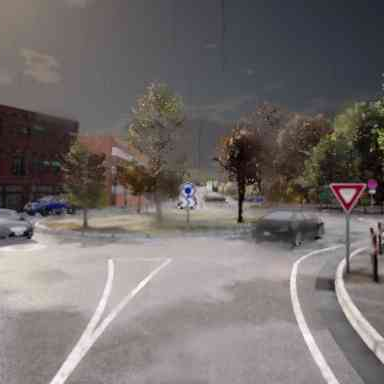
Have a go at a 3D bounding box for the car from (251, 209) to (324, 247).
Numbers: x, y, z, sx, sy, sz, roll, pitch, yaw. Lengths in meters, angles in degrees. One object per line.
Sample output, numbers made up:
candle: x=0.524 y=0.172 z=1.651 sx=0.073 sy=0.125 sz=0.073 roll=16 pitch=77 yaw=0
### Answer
car: x=4.598 y=1.546 z=15.559 sx=1.882 sy=1.535 sz=5.008 roll=-1 pitch=0 yaw=38

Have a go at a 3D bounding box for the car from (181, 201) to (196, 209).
car: x=-0.798 y=1.877 z=50.191 sx=2.033 sy=1.411 sz=5.357 roll=0 pitch=-1 yaw=-2

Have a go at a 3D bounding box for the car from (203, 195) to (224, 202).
car: x=6.627 y=1.977 z=95.095 sx=5.566 sy=2.045 sz=2.435 roll=0 pitch=-1 yaw=1

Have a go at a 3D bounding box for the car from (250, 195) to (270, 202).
car: x=19.139 y=2.066 z=92.232 sx=4.553 sy=1.767 sz=2.185 roll=0 pitch=0 yaw=0

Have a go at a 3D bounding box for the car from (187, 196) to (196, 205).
car: x=-0.040 y=1.869 z=78.430 sx=2.150 sy=2.045 sz=5.566 roll=0 pitch=-1 yaw=1

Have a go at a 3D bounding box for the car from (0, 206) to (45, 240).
car: x=-9.861 y=1.623 z=16.815 sx=4.902 sy=1.511 sz=2.128 roll=0 pitch=0 yaw=38

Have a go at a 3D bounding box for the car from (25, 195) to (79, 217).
car: x=-13.889 y=1.293 z=33.277 sx=2.150 sy=2.045 sz=5.566 roll=0 pitch=0 yaw=27
